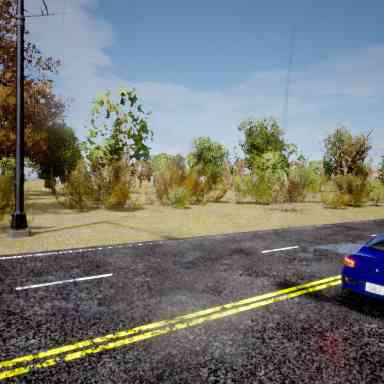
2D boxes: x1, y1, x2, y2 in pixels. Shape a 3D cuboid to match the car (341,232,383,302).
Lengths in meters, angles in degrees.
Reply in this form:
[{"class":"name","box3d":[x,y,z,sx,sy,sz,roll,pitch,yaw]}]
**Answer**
[{"class":"car","box3d":[4.943,1.453,6.894,4.674,1.442,1.812,0,2,-35]}]
